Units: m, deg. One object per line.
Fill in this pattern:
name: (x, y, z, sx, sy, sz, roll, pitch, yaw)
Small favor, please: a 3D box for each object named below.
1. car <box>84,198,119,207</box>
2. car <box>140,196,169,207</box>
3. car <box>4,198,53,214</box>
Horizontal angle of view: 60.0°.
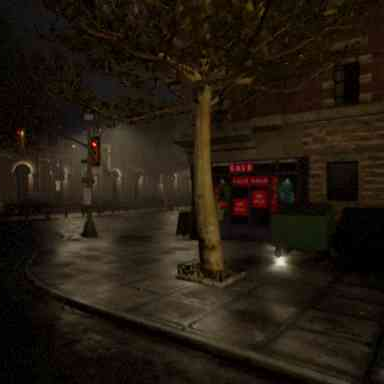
car: (-12.315, 1.522, 45.304, 1.895, 1.301, 4.718, 0, 0, 36)
car: (-5.489, 1.411, 49.315, 1.882, 1.535, 5.008, 0, 0, 36)
car: (-16.769, 1.411, 33.840, 1.882, 1.535, 5.008, 0, 0, 36)
